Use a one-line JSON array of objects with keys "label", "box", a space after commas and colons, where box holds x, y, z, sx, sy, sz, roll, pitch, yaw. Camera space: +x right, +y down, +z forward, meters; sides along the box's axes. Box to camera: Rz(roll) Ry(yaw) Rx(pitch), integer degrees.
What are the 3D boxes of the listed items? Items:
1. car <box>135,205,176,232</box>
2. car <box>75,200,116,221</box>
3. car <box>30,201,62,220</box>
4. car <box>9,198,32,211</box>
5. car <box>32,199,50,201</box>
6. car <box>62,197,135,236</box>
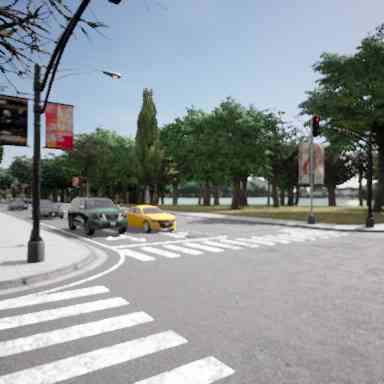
[{"label": "car", "box": [-2.889, 1.636, 21.462, 1.882, 1.535, 5.008, 1, -1, -35]}, {"label": "car", "box": [-8.711, 1.571, 29.750, 2.097, 1.767, 4.553, 1, -1, -35]}, {"label": "car", "box": [-13.100, 1.768, 30.341, 1.994, 1.385, 4.181, 1, -1, -35]}, {"label": "car", "box": [-23.926, 1.911, 45.883, 1.994, 1.385, 4.181, 1, -1, -34]}, {"label": "car", "box": [-20.971, 1.849, 47.321, 1.882, 1.535, 5.008, 1, -1, -35]}, {"label": "car", "box": [-5.776, 1.353, 19.918, 2.150, 2.045, 5.566, 1, -1, -35]}]
